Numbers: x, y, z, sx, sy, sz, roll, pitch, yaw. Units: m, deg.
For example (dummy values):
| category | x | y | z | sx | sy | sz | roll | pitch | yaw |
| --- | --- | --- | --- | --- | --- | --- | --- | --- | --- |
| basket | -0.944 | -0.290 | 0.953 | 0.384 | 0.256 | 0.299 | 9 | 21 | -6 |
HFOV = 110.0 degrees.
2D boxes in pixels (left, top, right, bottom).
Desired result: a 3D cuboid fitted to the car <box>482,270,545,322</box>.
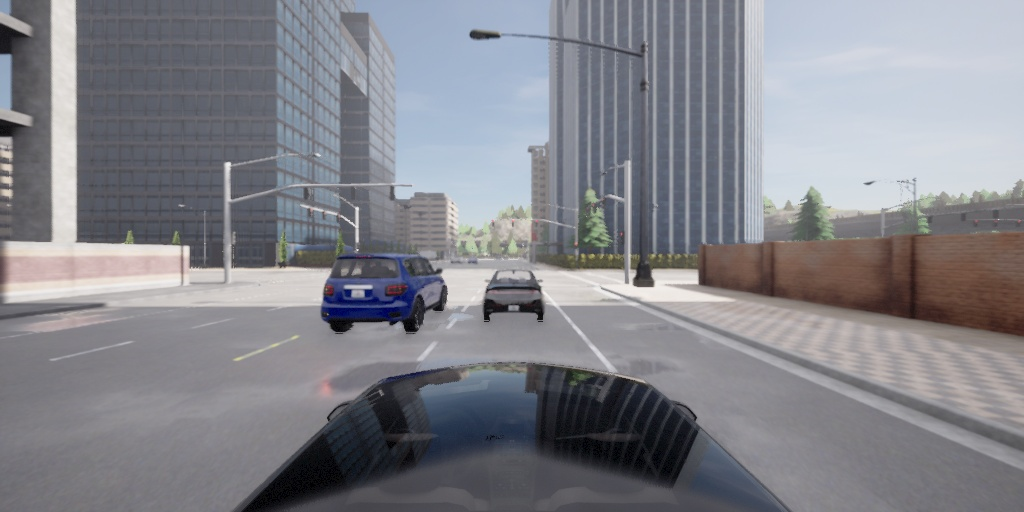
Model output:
| category | x | y | z | sx | sy | sz | roll | pitch | yaw |
| --- | --- | --- | --- | --- | --- | --- | --- | --- | --- |
| car | 0.059 | 1.205 | 12.194 | 2.128 | 1.511 | 4.902 | 0 | 0 | 0 |

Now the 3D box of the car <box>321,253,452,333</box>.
| category | x | y | z | sx | sy | sz | roll | pitch | yaw |
| --- | --- | --- | --- | --- | --- | --- | --- | --- | --- |
| car | -3.448 | 0.939 | 10.759 | 2.150 | 2.045 | 5.566 | 0 | 0 | 0 |
